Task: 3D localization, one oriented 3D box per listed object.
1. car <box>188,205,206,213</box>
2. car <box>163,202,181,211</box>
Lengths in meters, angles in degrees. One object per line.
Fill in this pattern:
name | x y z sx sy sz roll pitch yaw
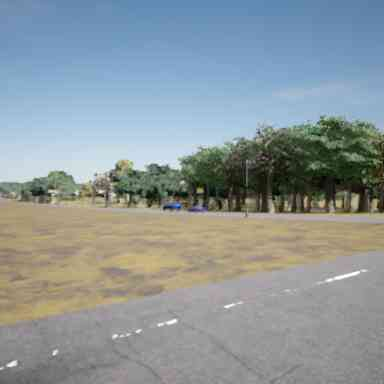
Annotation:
car | 1.003 3.389 66.305 1.812 1.442 4.674 1 -2 -33
car | -4.492 3.214 74.717 2.150 2.045 5.566 1 -2 -33
